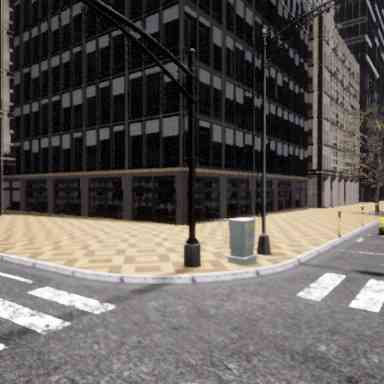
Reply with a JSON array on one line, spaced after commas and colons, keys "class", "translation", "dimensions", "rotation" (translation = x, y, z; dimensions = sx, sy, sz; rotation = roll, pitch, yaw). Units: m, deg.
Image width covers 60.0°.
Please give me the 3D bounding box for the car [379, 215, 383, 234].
[{"class": "car", "translation": [11.382, 1.500, 18.233], "dimensions": [1.752, 1.417, 4.829], "rotation": [0, 0, 37]}]
